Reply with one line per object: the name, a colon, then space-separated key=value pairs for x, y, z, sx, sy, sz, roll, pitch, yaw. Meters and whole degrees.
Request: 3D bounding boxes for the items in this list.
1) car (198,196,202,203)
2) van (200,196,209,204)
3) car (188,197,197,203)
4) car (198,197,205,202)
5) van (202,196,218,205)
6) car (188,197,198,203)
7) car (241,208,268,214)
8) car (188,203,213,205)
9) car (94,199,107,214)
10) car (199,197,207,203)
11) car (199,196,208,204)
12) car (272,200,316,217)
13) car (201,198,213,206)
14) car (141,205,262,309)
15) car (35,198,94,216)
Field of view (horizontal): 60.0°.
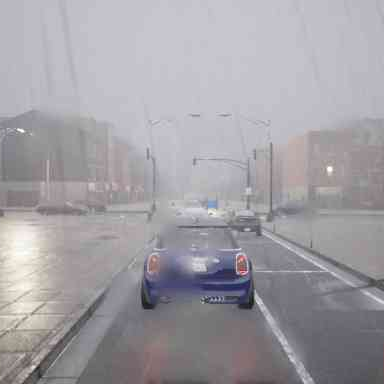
car: x=2.674 y=1.516 z=55.624 sx=2.192 sy=1.841 sz=5.009 roll=-1 pitch=0 yaw=0
van: x=2.689 y=1.674 z=71.494 sx=1.690 sy=1.788 sz=3.998 roll=-1 pitch=-1 yaw=0
car: x=0.089 y=2.003 z=85.890 sx=2.128 sy=1.511 sz=4.902 roll=0 pitch=-1 yaw=0
car: x=2.715 y=2.138 z=92.651 sx=1.802 sy=1.307 sz=4.206 roll=-2 pitch=-1 yaw=0
van: x=2.665 y=1.474 z=45.042 sx=1.690 sy=1.788 sz=3.998 roll=-1 pitch=0 yaw=0
car: x=0.156 y=1.922 z=70.357 sx=1.895 sy=1.301 sz=4.718 roll=0 pitch=-1 yaw=0
car: x=2.644 y=1.572 z=18.083 sx=2.008 sy=1.369 sz=4.403 roll=-1 pitch=0 yaw=0
car: x=0.147 y=1.546 z=17.831 sx=1.812 sy=1.442 sz=4.674 roll=0 pitch=0 yaw=1
car: x=-10.982 y=1.408 z=33.093 sx=4.892 sy=1.490 sz=1.837 roll=1 pitch=1 yaw=0
car: x=2.704 y=1.982 z=82.072 sx=1.887 sy=1.381 sz=4.507 roll=-1 pitch=-1 yaw=0
car: x=2.696 y=1.824 z=76.783 sx=1.967 sy=1.590 sz=4.097 roll=-1 pitch=-1 yaw=0
car: x=9.798 y=1.531 z=33.031 sx=4.553 sy=1.767 sz=2.097 roll=1 pitch=1 yaw=0
car: x=2.684 y=1.793 z=60.911 sx=2.008 sy=1.369 sz=4.403 roll=-1 pitch=-1 yaw=0
car: x=0.106 y=1.355 z=8.011 sx=2.097 sy=1.767 sz=4.553 roll=0 pitch=0 yaw=0
car: x=-11.688 y=1.458 z=30.150 sx=4.674 sy=1.442 sz=1.812 roll=1 pitch=1 yaw=2
